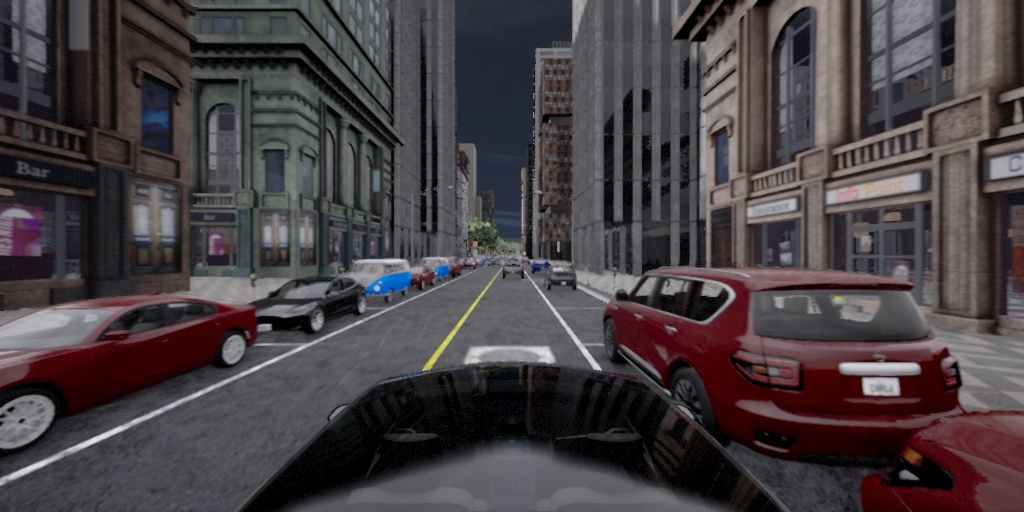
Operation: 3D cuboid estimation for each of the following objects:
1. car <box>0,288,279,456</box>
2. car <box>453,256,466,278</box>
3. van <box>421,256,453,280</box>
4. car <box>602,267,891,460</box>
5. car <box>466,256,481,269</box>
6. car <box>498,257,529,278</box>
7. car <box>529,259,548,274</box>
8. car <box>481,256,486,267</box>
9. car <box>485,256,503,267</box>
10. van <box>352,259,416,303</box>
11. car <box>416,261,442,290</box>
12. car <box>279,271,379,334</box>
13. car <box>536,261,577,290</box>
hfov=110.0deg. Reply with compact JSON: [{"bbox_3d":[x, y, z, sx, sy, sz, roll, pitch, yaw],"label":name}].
[{"bbox_3d":[-5.762,1.279,5.072,1.888,1.381,4.507,0,0,0],"label":"car"},{"bbox_3d":[-5.758,0.925,32.278,2.192,1.841,5.009,0,0,0],"label":"car"},{"bbox_3d":[-5.759,0.976,26.837,1.690,1.789,3.998,0,0,0],"label":"van"},{"bbox_3d":[2.763,1.049,5.079,2.192,1.841,5.009,0,0,0],"label":"car"},{"bbox_3d":[-5.756,0.979,48.601,1.967,1.591,4.097,0,0,0],"label":"car"},{"bbox_3d":[0.104,1.105,31.675,2.128,1.511,4.902,0,0,0],"label":"car"},{"bbox_3d":[3.005,1.063,37.945,1.882,1.535,5.008,0,0,0],"label":"car"},{"bbox_3d":[-5.754,1.091,59.481,1.802,1.307,4.207,0,0,0],"label":"car"},{"bbox_3d":[-3.029,1.070,61.122,1.994,1.385,4.181,0,0,1],"label":"car"},{"bbox_3d":[-5.761,1.025,15.955,1.690,1.789,3.998,0,0,0],"label":"van"},{"bbox_3d":[-5.760,1.205,21.396,1.888,1.381,4.507,0,0,0],"label":"car"},{"bbox_3d":[-5.761,1.275,10.513,1.948,1.339,4.313,0,0,0],"label":"car"},{"bbox_3d":[2.766,1.210,21.401,2.007,1.370,4.403,0,0,0],"label":"car"}]
